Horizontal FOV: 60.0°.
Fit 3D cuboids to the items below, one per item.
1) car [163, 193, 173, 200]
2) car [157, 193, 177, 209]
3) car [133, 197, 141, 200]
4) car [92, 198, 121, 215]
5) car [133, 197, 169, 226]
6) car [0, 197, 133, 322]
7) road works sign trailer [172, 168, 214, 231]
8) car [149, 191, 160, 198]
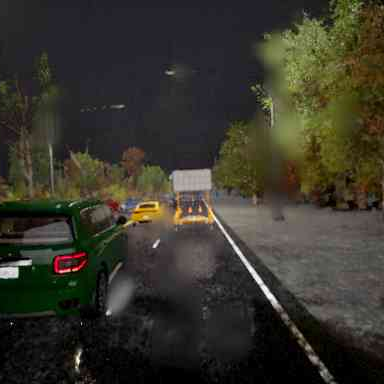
[{"bbox_3d":[-5.649,0.919,77.969,1.812,1.442,4.674,-3,1,1],"label":"car"},{"bbox_3d":[-2.848,1.287,41.954,2.128,1.511,4.902,-3,0,0],"label":"car"},{"bbox_3d":[-6.373,1.365,36.416,2.097,1.767,4.553,-3,1,1],"label":"car"},{"bbox_3d":[-9.598,1.619,37.876,1.882,1.535,5.008,-3,1,1],"label":"car"},{"bbox_3d":[-3.023,1.464,24.057,1.882,1.535,5.008,-3,1,0],"label":"car"},{"bbox_3d":[-2.742,1.163,7.262,2.150,2.045,5.566,0,1,-4],"label":"car"},{"bbox_3d":[0.055,0.358,20.150,2.380,3.560,2.880,-3,1,1],"label":"road works sign trailer"},{"bbox_3d":[-8.887,0.691,79.247,2.150,2.045,5.566,-3,1,1],"label":"car"}]
